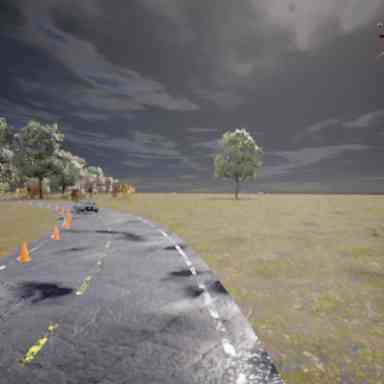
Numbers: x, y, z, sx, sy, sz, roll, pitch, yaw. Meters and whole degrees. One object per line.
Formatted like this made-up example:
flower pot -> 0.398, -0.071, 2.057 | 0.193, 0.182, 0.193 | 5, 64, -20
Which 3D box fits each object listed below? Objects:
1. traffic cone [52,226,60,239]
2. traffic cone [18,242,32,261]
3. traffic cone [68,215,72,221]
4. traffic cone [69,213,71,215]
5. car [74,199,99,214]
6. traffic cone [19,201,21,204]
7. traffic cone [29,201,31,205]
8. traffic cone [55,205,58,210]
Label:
traffic cone -> -6.377, 1.901, 15.591 | 0.340, 0.580, 0.340 | 0, 0, -13
traffic cone -> -5.451, 1.926, 10.839 | 0.340, 0.580, 0.340 | 0, 0, -9
traffic cone -> -7.606, 1.873, 20.275 | 0.340, 0.580, 0.340 | 0, 0, -17
traffic cone -> -9.131, 1.843, 24.870 | 0.340, 0.580, 0.340 | 0, 0, -20
car -> -10.562, 1.398, 33.128 | 1.994, 1.385, 4.181 | 0, 0, -27
traffic cone -> -27.449, 1.579, 53.057 | 0.340, 0.580, 0.340 | 1, 0, 44
traffic cone -> -24.085, 1.616, 49.575 | 0.340, 0.580, 0.340 | 0, 0, -42
traffic cone -> -15.420, 1.737, 37.941 | 0.340, 0.580, 0.340 | 0, 0, -31
